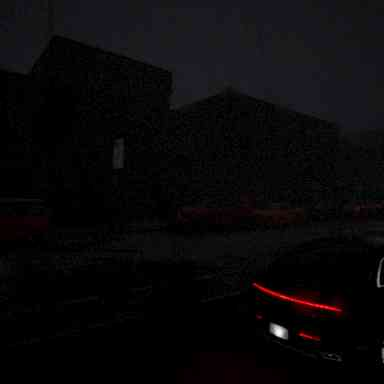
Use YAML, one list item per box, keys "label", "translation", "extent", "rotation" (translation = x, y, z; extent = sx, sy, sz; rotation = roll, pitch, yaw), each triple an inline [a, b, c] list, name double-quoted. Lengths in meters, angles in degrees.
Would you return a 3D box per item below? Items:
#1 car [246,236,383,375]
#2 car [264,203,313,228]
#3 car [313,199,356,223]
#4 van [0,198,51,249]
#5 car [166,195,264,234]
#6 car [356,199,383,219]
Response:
- label: "car"
  translation: [3.071, 1.517, 5.629]
  extent: [4.892, 1.490, 1.837]
  rotation: [0, 0, -35]
- label: "car"
  translation: [5.635, 1.489, 22.590]
  extent: [5.008, 1.535, 2.097]
  rotation: [0, 0, -36]
- label: "car"
  translation: [10.126, 1.503, 25.809]
  extent: [4.892, 1.521, 2.231]
  rotation: [0, 0, -36]
- label: "van"
  translation: [-7.935, 1.226, 12.862]
  extent: [4.442, 1.987, 1.878]
  rotation: [0, 0, -36]
- label: "car"
  translation: [1.219, 1.226, 19.424]
  extent: [5.566, 2.045, 2.435]
  rotation: [0, 0, -36]
- label: "car"
  translation: [14.637, 1.388, 29.043]
  extent: [4.553, 1.767, 2.185]
  rotation: [0, 0, -36]
